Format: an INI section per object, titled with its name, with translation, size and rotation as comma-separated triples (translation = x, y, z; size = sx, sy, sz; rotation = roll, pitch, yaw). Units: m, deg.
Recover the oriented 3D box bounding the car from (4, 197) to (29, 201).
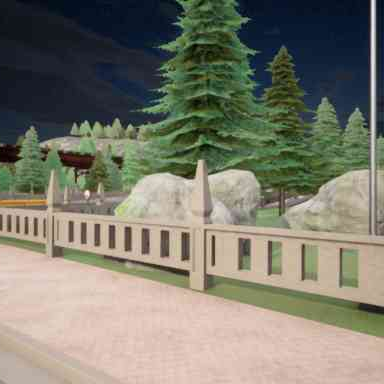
[car]
translation = -23.233, 1.470, 43.410
size = 2.128, 1.511, 4.902
rotation = 0, 0, 36
